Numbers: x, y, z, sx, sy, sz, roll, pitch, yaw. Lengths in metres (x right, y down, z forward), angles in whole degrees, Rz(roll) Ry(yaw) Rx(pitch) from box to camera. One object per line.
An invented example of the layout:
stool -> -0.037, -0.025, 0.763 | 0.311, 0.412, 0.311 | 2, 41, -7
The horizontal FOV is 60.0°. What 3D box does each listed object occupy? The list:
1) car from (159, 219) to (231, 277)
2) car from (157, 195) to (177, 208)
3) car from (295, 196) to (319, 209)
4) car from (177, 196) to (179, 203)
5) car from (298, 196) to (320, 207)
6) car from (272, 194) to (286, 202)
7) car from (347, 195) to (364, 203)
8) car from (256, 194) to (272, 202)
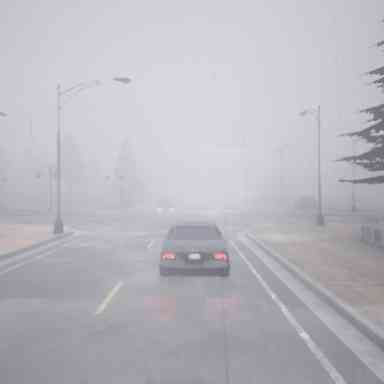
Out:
car -> 0.074, 1.530, 10.143 | 2.033, 1.411, 5.357 | 0, 0, 0
car -> -3.582, 1.276, 45.937 | 2.097, 1.767, 4.553 | 0, 0, 0
car -> 13.955, 1.306, 41.106 | 1.845, 1.501, 3.633 | 0, 0, 0
car -> -3.508, 1.371, 64.298 | 1.882, 1.535, 5.008 | 0, 0, 0
car -> 17.008, 1.304, 48.497 | 1.970, 1.475, 3.806 | 0, 0, 0
car -> 17.339, 1.219, 67.160 | 2.152, 1.636, 5.027 | 0, 0, 0
car -> 29.108, 1.221, 59.370 | 1.845, 1.501, 3.633 | 0, 0, 0
car -> 14.201, 1.228, 67.139 | 2.007, 1.523, 4.514 | 0, 0, 0
